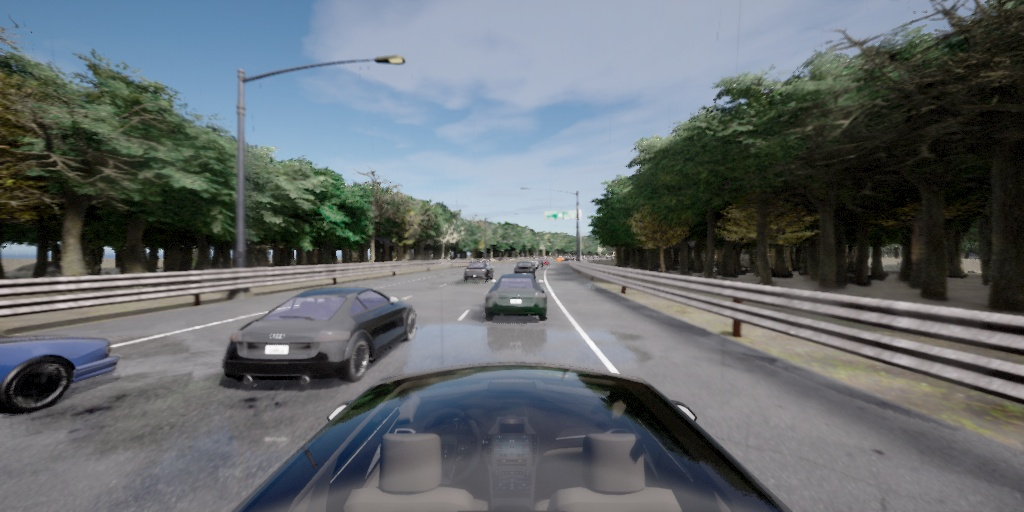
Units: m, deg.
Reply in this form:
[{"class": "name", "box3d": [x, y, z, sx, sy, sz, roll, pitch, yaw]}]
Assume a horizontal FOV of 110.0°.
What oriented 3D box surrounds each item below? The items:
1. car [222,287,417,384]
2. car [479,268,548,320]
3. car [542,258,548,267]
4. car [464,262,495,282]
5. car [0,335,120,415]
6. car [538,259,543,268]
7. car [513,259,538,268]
[{"class": "car", "box3d": [-3.330, 1.302, 7.127, 1.994, 1.385, 4.181, 0, 0, 1]}, {"class": "car", "box3d": [0.176, 1.306, 12.576, 1.994, 1.385, 4.181, 0, 0, 2]}, {"class": "car", "box3d": [4.307, 1.159, 59.707, 2.128, 1.511, 4.902, 0, 0, 8]}, {"class": "car", "box3d": [-2.489, 1.210, 27.992, 2.128, 1.511, 4.902, 0, 0, 4]}, {"class": "car", "box3d": [-6.895, 1.280, 2.912, 2.033, 1.411, 5.357, 0, 0, 0]}, {"class": "car", "box3d": [2.722, 1.291, 47.818, 1.895, 1.301, 4.718, 0, 0, 7]}, {"class": "car", "box3d": [1.179, 1.225, 31.770, 1.837, 1.490, 4.892, 0, 0, 4]}]
